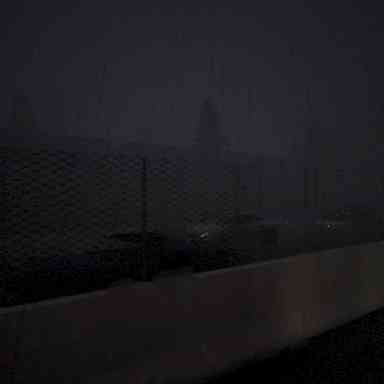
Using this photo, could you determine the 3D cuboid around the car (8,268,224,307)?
[{"bbox_3d":[-1.548,1.599,7.188,4.718,1.301,1.895,0,0,-36],"label":"car"}]
